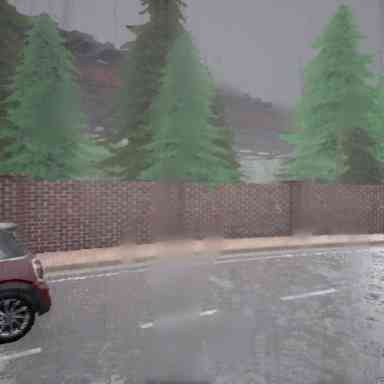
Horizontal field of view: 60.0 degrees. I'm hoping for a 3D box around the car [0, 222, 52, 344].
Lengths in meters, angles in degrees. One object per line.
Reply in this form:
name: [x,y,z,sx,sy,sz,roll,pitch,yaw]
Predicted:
car: [-4.513,1.270,4.663,4.553,1.767,2.097,0,1,-34]
